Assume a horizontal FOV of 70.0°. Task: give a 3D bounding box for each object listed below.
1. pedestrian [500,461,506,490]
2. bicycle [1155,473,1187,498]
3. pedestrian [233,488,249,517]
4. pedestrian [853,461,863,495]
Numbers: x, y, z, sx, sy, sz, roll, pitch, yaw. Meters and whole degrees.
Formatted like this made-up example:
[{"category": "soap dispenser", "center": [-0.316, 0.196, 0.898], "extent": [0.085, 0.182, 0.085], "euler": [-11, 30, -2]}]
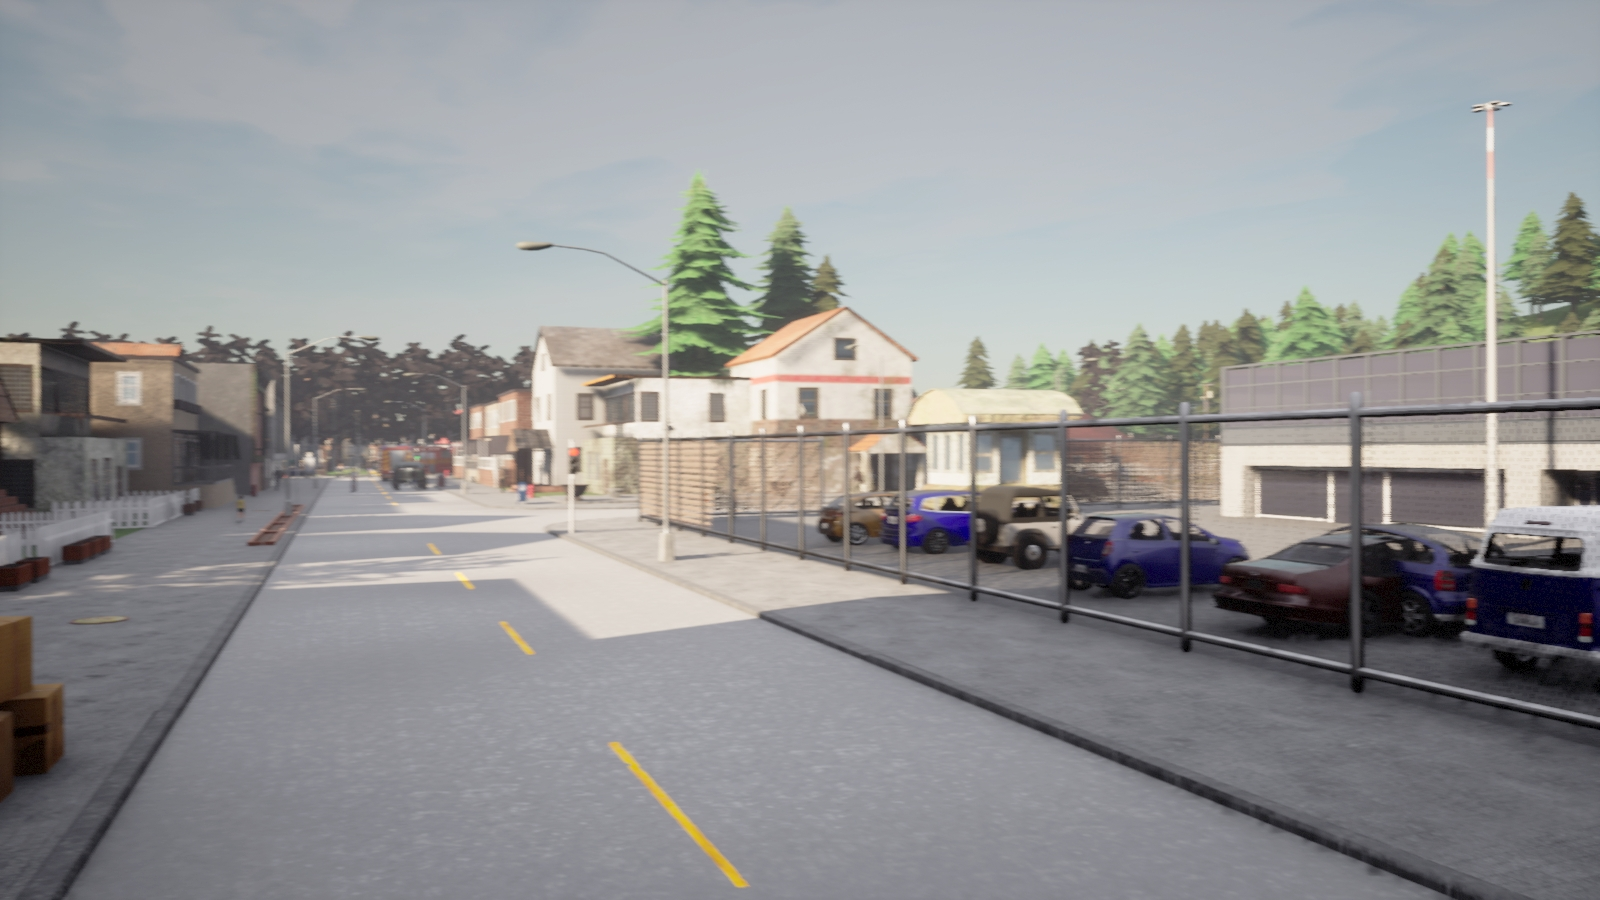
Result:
[{"category": "pedestrian", "center": [-19.107, 1.648, 73.466], "extent": [0.375, 1.860, 0.375], "euler": [0, 0, -15]}, {"category": "bicycle", "center": [19.529, 1.862, 60.106], "extent": [1.835, 1.271, 0.329], "euler": [0, 0, -22]}, {"category": "pedestrian", "center": [-21.699, 2.032, 44.359], "extent": [0.500, 1.100, 0.500], "euler": [0, 0, -18]}, {"category": "pedestrian", "center": [3.204, 1.530, 63.298], "extent": [0.375, 1.860, 0.375], "euler": [0, 0, -29]}]
